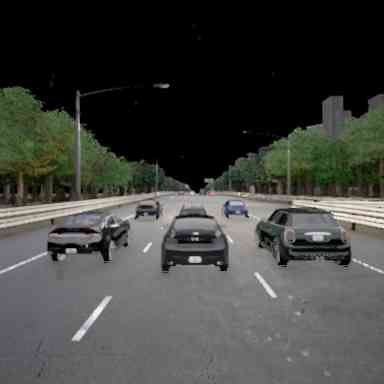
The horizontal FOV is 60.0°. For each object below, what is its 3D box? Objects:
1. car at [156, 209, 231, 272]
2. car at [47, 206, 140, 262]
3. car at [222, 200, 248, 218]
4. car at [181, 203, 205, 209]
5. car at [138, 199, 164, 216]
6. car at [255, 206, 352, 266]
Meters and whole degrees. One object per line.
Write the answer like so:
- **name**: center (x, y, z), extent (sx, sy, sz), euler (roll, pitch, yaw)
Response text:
- **car**: center (0.077, 1.457, 10.638), extent (1.837, 1.490, 4.892), euler (0, -1, 0)
- **car**: center (-3.422, 1.442, 11.869), extent (2.128, 1.511, 4.902), euler (0, 0, 0)
- **car**: center (3.580, 1.364, 28.026), extent (1.812, 1.442, 4.674), euler (0, 1, 0)
- **car**: center (0.074, 1.463, 25.306), extent (1.895, 1.301, 4.718), euler (0, 0, 0)
- **car**: center (-3.422, 1.351, 27.132), extent (1.837, 1.490, 4.892), euler (0, 1, 0)
- **car**: center (3.577, 1.305, 11.540), extent (2.097, 1.767, 4.553), euler (0, 0, 0)
